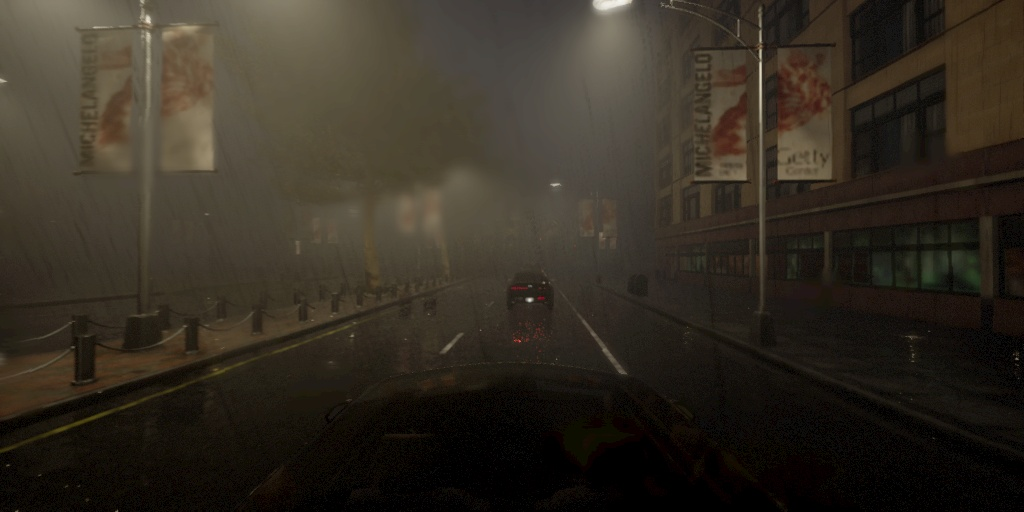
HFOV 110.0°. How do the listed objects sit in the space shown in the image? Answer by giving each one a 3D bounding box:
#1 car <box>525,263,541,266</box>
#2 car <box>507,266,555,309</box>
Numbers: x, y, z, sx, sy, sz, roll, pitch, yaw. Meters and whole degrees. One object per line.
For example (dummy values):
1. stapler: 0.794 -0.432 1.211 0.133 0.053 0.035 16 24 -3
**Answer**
1. car: 1.796 1.371 30.513 2.097 1.767 4.553 0 -1 4
2. car: 0.827 1.390 15.768 1.837 1.490 4.892 0 0 4
